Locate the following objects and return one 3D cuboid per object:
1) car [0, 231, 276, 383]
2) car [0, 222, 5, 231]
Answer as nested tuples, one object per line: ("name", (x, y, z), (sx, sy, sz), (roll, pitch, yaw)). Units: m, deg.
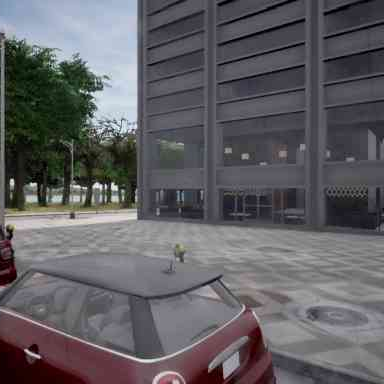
("car", (-1.257, 1.440, 3.856), (4.097, 1.590, 1.967), (0, 0, 35))
("car", (-5.686, 1.315, 7.010), (5.009, 1.841, 2.192), (0, 0, 35))
